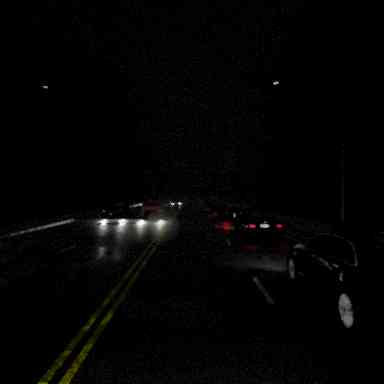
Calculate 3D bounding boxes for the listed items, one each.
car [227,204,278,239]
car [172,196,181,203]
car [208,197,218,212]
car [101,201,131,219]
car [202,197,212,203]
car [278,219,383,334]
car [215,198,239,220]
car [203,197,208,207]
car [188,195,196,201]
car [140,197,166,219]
[{"bbox_3d":[3.249,1.540,17.133,2.033,1.411,5.357,0,0,0],"label":"car"},{"bbox_3d":[-3.251,1.580,70.040,1.837,1.490,4.892,0,0,0],"label":"car"},{"bbox_3d":[3.249,1.575,39.134,1.994,1.385,4.181,0,0,0],"label":"car"},{"bbox_3d":[-6.598,1.524,29.406,1.812,1.442,4.674,0,0,0],"label":"car"},{"bbox_3d":[3.249,1.690,72.166,1.895,1.301,4.718,0,0,0],"label":"car"},{"bbox_3d":[3.349,1.500,6.713,1.837,1.490,4.892,0,0,0],"label":"car"},{"bbox_3d":[3.249,1.523,28.133,1.812,1.442,4.674,0,0,0],"label":"car"},{"bbox_3d":[3.249,1.534,50.165,2.163,1.488,4.792,0,0,0],"label":"car"},{"bbox_3d":[-0.001,1.544,80.368,2.033,1.411,5.357,0,0,0],"label":"car"},{"bbox_3d":[-3.349,1.476,29.224,1.882,1.535,5.008,0,0,0],"label":"car"}]
